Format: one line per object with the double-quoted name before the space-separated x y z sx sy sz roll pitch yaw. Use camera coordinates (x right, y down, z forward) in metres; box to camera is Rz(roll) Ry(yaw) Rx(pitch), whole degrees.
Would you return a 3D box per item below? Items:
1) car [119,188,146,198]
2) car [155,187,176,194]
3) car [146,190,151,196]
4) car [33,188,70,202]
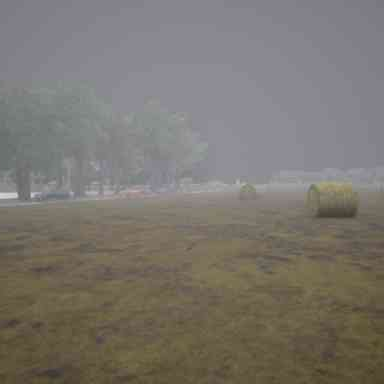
"car" -11.360 0.056 61.794 2.097 1.767 4.553 -1 2 36
"car" -5.596 -0.276 70.013 2.033 1.411 5.357 -1 2 35
"car" -10.726 0.138 67.524 2.033 1.411 5.357 -1 1 35
"car" -21.836 0.509 52.024 2.150 2.045 5.566 -1 1 36
